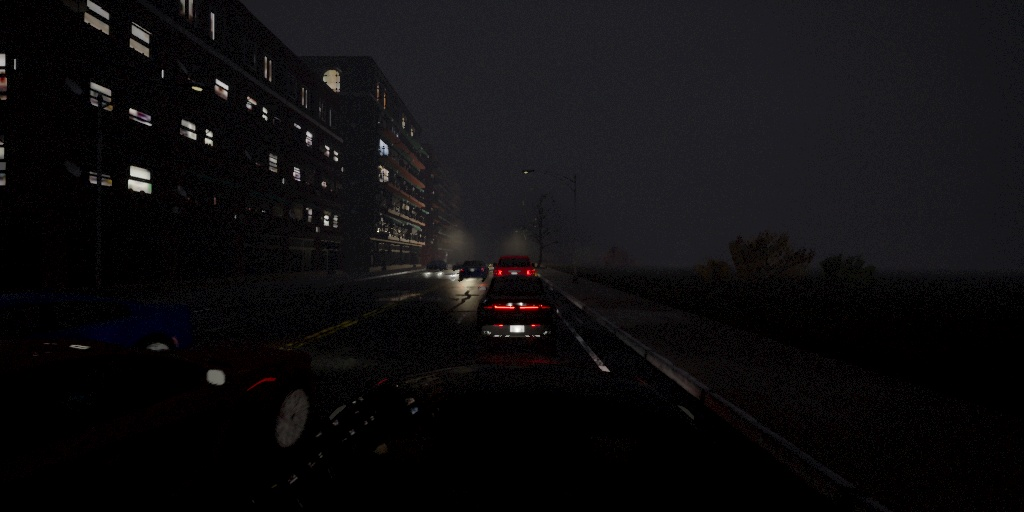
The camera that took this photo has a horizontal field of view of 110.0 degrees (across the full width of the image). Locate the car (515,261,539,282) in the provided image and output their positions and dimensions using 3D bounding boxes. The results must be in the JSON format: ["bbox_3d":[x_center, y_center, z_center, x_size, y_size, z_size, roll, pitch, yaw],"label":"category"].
[{"bbox_3d":[1.166,1.209,30.585,1.801,1.575,5.366,0,0,0],"label":"car"}]

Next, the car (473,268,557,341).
[{"bbox_3d":[0.110,1.256,9.831,1.837,1.490,4.892,0,0,0],"label":"car"}]

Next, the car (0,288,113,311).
[{"bbox_3d":[-6.595,1.228,4.247,1.882,1.535,5.008,0,0,0],"label":"car"}]

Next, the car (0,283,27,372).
[{"bbox_3d":[-9.847,1.242,4.047,2.128,1.511,4.902,0,0,0],"label":"car"}]

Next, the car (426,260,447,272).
[{"bbox_3d":[-9.804,1.230,46.876,1.882,1.535,5.008,0,0,0],"label":"car"}]

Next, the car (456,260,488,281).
[{"bbox_3d":[-3.113,1.108,29.865,2.097,1.767,4.553,0,0,-1],"label":"car"}]

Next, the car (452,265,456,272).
[{"bbox_3d":[-6.556,1.354,46.374,1.895,1.301,4.718,0,0,0],"label":"car"}]

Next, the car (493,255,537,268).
[{"bbox_3d":[0.118,0.974,20.178,2.150,2.045,5.566,0,0,0],"label":"car"}]

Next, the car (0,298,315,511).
[{"bbox_3d":[-3.148,1.228,2.035,1.882,1.535,5.008,0,0,0],"label":"car"}]
